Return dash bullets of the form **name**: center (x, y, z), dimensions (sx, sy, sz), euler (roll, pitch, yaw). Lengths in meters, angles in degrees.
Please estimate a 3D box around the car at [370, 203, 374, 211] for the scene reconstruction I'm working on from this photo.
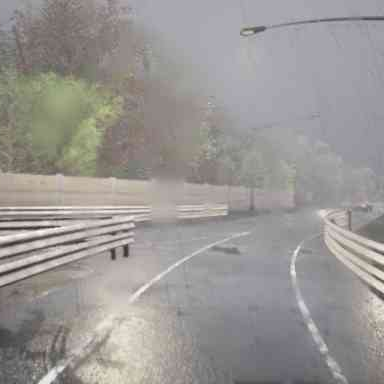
- **car**: center (31.217, 2.532, 59.544), dimensions (1.837, 1.490, 4.892), euler (1, 0, 33)

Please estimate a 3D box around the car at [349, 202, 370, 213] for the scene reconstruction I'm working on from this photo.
- **car**: center (26.036, 2.403, 51.592), dimensions (1.812, 1.442, 4.674), euler (0, -1, 33)

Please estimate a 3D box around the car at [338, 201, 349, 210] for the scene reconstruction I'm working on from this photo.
- **car**: center (28.478, 2.472, 61.753), dimensions (1.812, 1.442, 4.674), euler (1, 0, 33)
